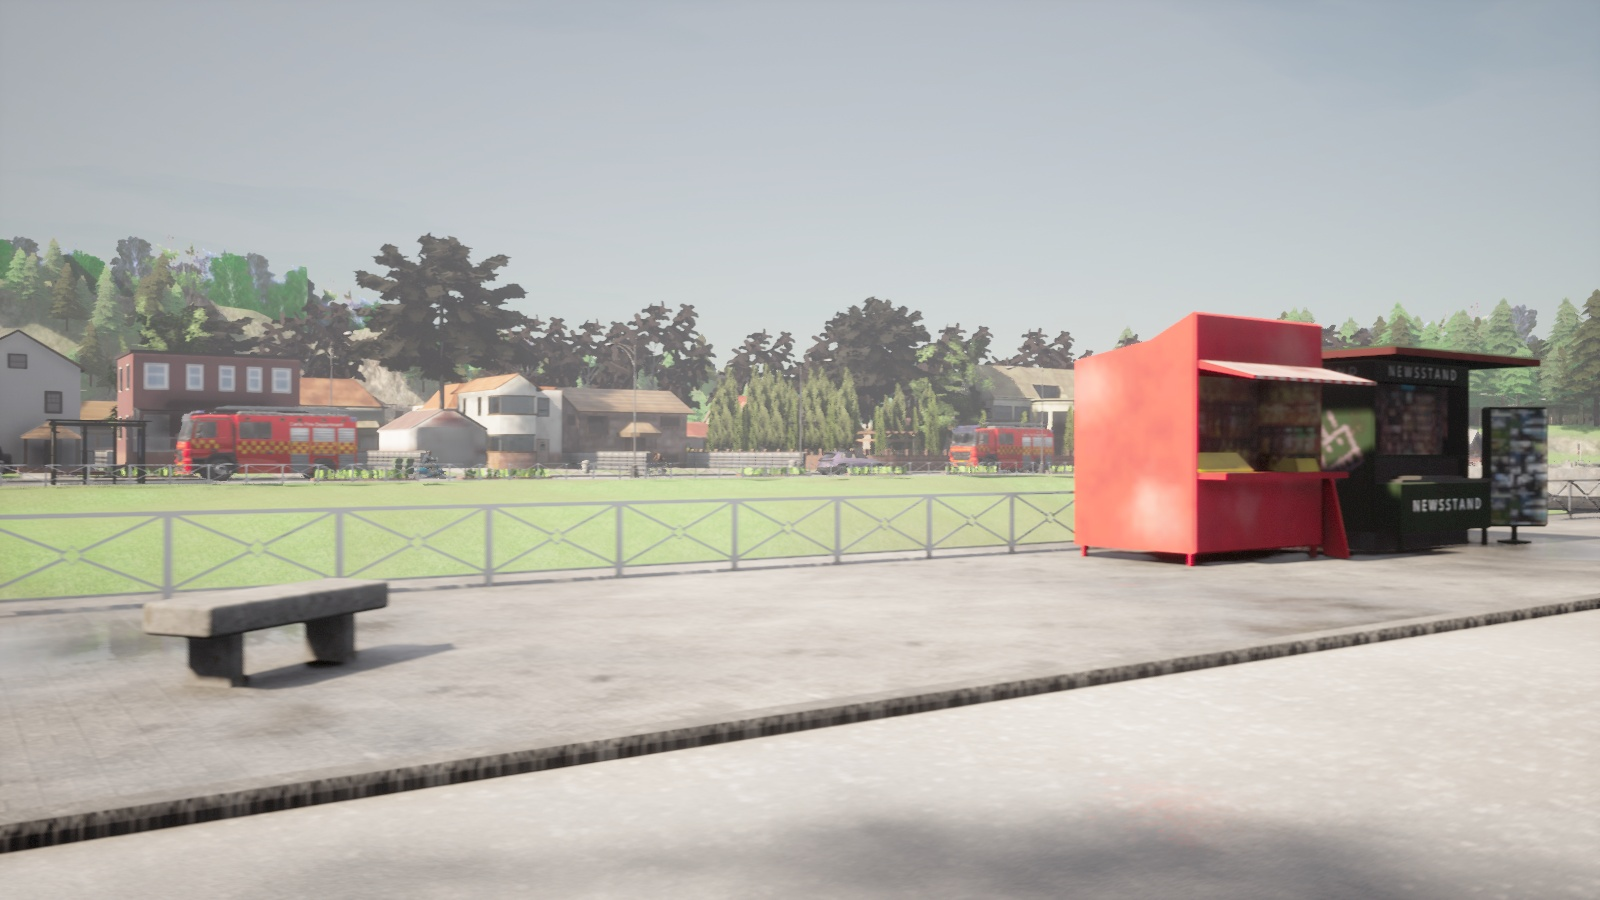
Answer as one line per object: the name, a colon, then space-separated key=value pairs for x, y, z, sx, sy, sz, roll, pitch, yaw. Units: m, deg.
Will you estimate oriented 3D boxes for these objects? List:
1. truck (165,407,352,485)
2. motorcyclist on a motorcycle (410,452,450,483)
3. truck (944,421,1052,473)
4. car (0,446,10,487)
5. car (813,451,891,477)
truck: x=-27.902 y=-0.198 z=64.961 sx=8.468 sy=3.827 sz=2.891 roll=0 pitch=0 yaw=-35
motorcyclist on a motorcycle: x=-19.430 y=0.905 z=66.009 sx=1.817 sy=1.590 sz=0.866 roll=0 pitch=0 yaw=-35
truck: x=15.023 y=-0.210 z=95.017 sx=8.468 sy=3.827 sz=2.891 roll=0 pitch=0 yaw=-35
car: x=-38.510 y=0.767 z=57.517 sx=3.866 sy=1.878 sz=1.905 roll=0 pitch=0 yaw=-35
car: x=3.400 y=0.875 z=81.988 sx=4.856 sy=1.649 sz=2.033 roll=0 pitch=0 yaw=-35
